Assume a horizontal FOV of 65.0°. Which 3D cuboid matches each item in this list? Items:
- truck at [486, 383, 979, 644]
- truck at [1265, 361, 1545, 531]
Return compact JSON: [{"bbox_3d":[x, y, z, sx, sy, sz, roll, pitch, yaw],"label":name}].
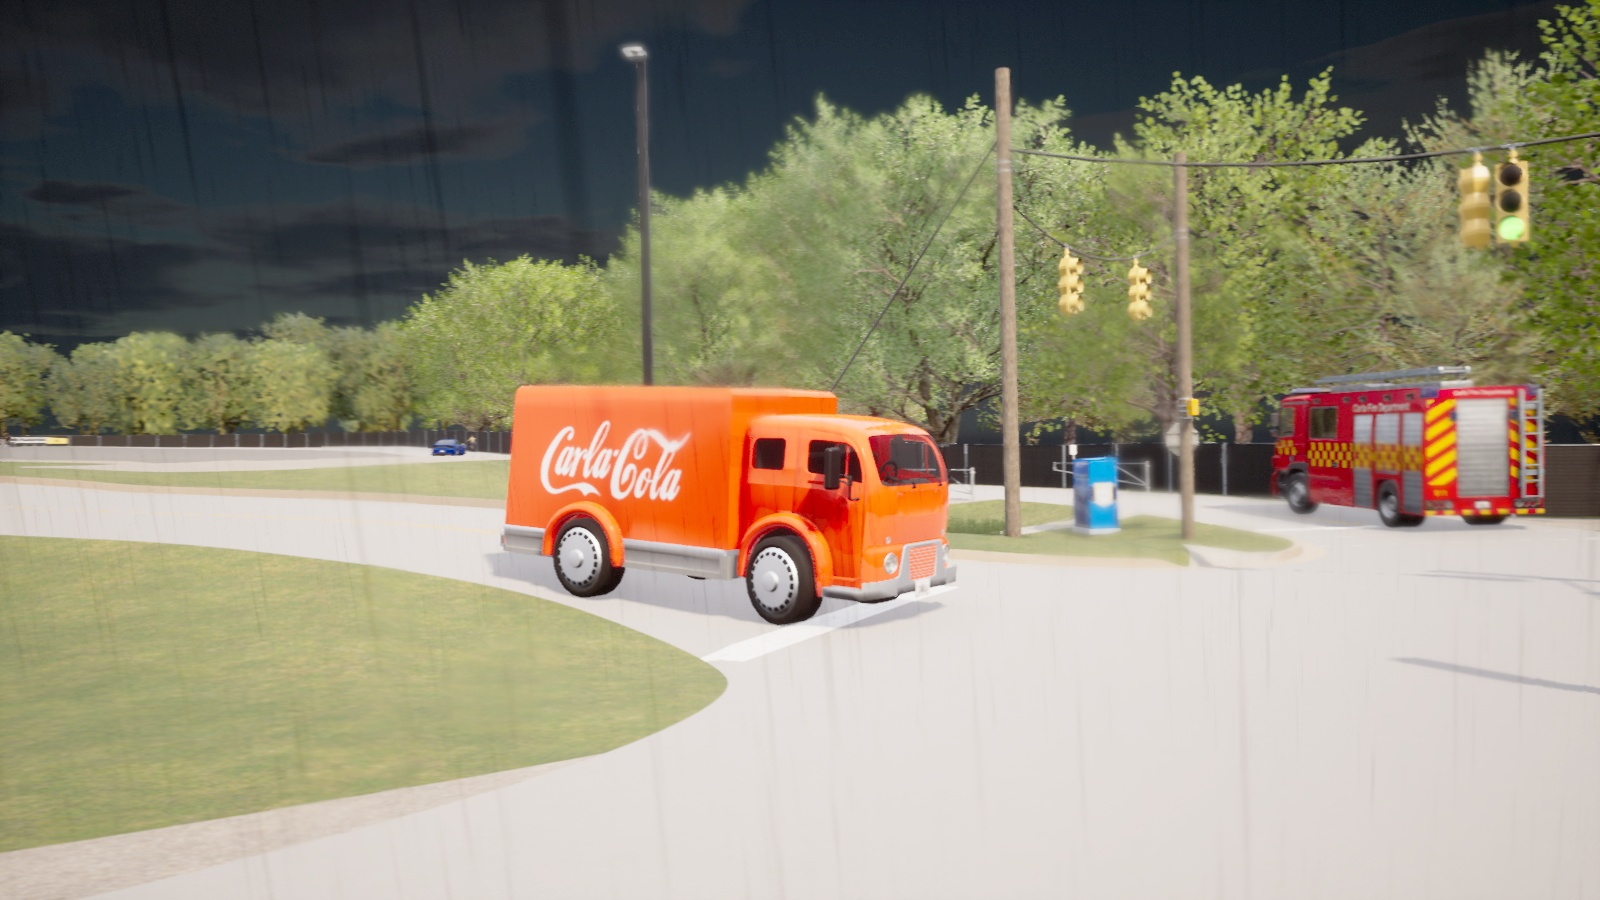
[{"bbox_3d":[-0.884,0.507,14.697,5.204,2.467,2.627,3,3,35],"label":"truck"},{"bbox_3d":[15.433,-0.164,32.985,2.891,3.827,8.468,-2,1,-3],"label":"truck"}]
